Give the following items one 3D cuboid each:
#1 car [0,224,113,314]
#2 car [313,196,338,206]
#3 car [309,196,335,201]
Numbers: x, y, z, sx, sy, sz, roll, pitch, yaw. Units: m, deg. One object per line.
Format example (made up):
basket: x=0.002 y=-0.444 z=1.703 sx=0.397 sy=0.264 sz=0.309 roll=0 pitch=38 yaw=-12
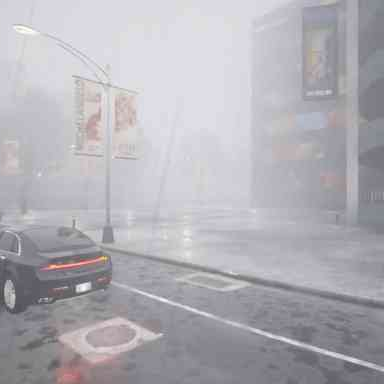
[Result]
car: x=-3.776 y=1.505 z=7.753 sx=4.892 sy=1.490 sz=1.837 roll=0 pitch=0 yaw=43
car: x=21.754 y=1.413 z=53.937 sx=2.161 sy=1.482 sz=4.786 roll=0 pitch=0 yaw=43
car: x=16.349 y=1.320 z=42.252 sx=2.002 sy=1.452 sz=4.674 roll=0 pitch=0 yaw=43
